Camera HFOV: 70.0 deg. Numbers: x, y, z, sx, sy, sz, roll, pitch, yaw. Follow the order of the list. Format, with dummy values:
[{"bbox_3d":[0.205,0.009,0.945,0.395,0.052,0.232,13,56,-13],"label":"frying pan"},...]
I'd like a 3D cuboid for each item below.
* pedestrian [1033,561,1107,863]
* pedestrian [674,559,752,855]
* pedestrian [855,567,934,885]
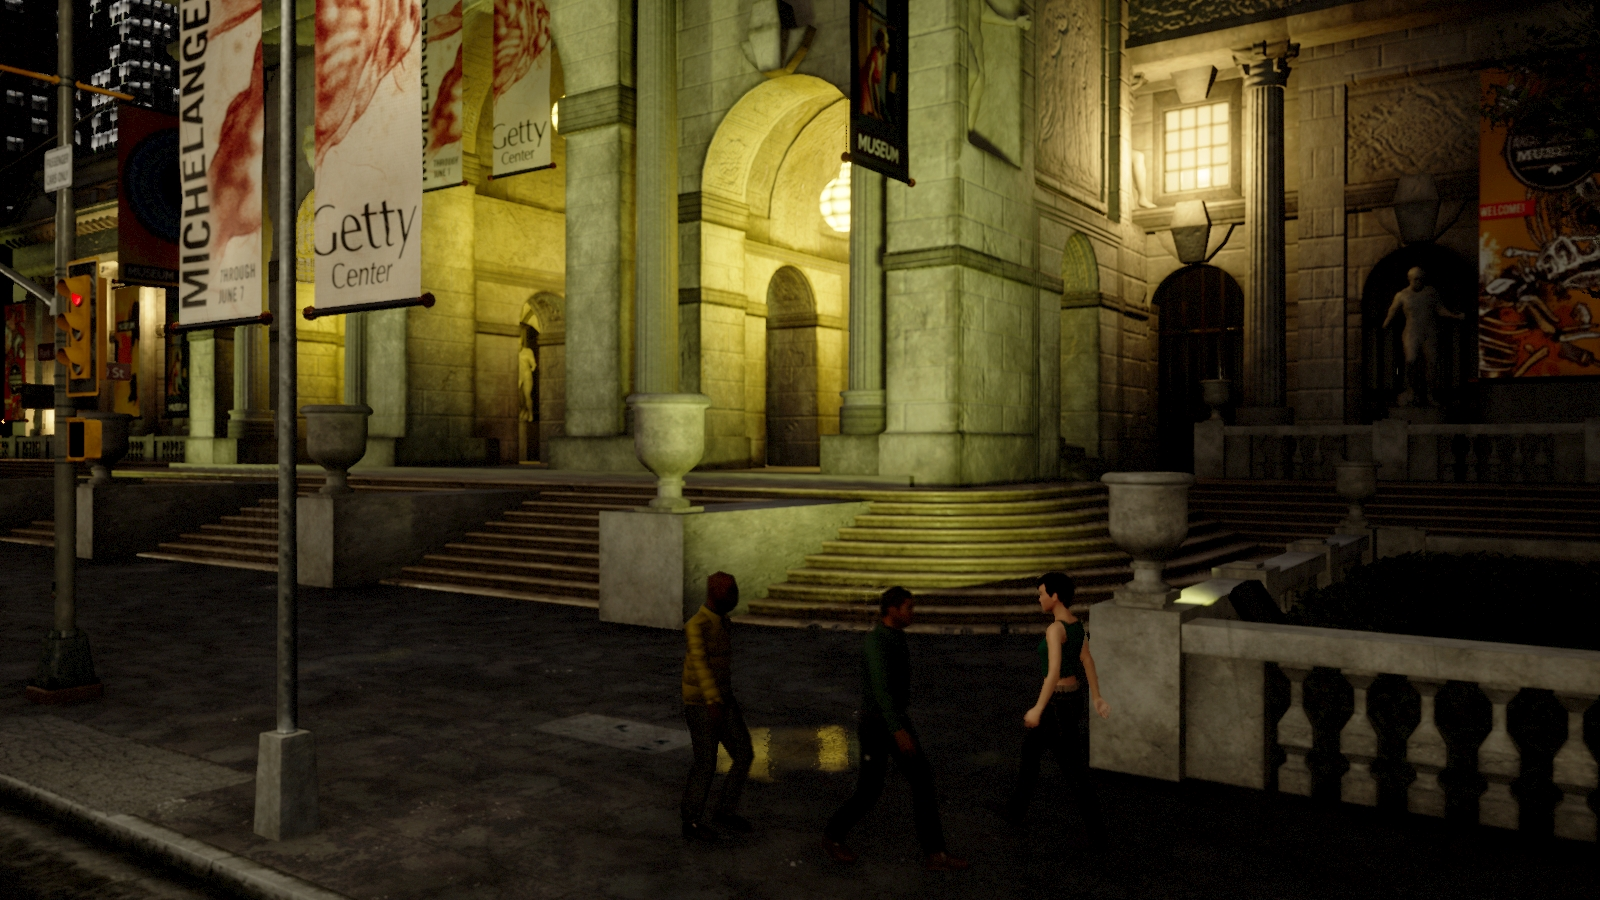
[{"bbox_3d":[1.776,1.687,7.501,0.375,1.860,0.375,0,0,30],"label":"pedestrian"},{"bbox_3d":[-0.579,1.681,7.616,0.375,1.860,0.375,0,0,26],"label":"pedestrian"},{"bbox_3d":[0.592,1.685,7.117,0.375,1.860,0.375,0,0,27],"label":"pedestrian"}]
